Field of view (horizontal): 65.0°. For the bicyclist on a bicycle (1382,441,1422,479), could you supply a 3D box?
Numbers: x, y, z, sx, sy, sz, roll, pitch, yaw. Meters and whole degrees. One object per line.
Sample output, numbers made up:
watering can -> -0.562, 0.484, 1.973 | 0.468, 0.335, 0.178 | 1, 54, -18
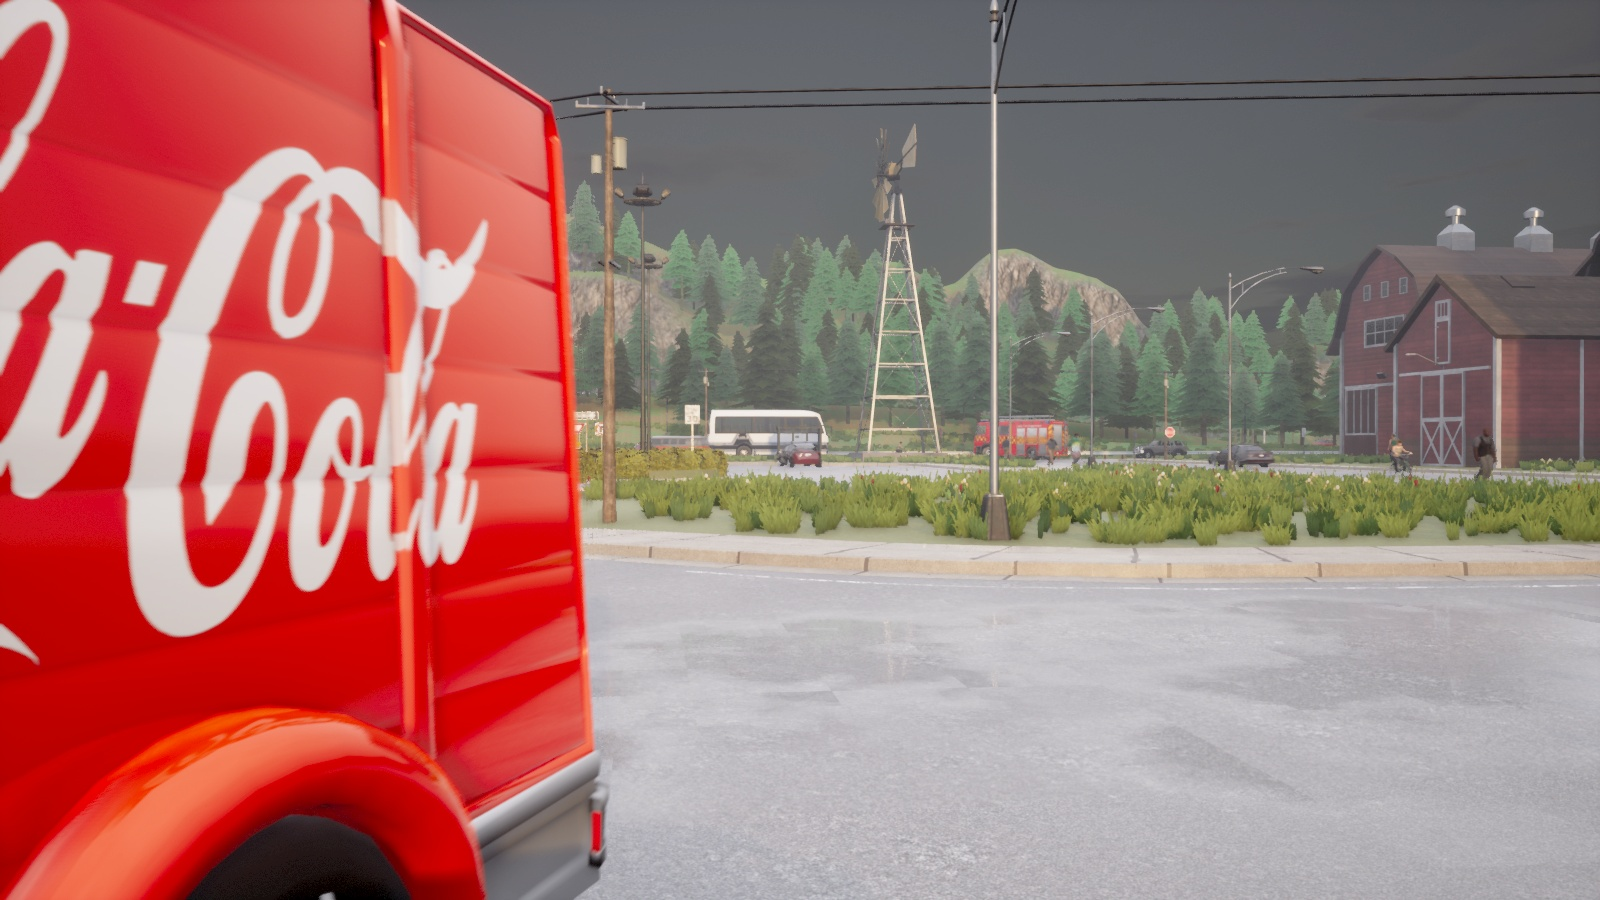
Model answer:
bicyclist on a bicycle -> 25.743, 0.406, 53.729 | 0.866, 1.612, 1.509 | 0, 0, -7

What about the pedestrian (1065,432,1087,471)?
pedestrian -> 13.702, 0.066, 62.341 | 0.659, 1.952, 0.873 | 0, 0, -29

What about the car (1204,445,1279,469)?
car -> 26.412, 0.398, 75.392 | 2.033, 1.411, 5.357 | 0, 0, -8

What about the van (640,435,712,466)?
van -> -8.335, 0.024, 84.315 | 4.442, 1.987, 1.775 | 0, 0, 15

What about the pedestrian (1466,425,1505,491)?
pedestrian -> 19.737, 0.218, 36.165 | 0.563, 1.883, 0.849 | 0, 0, -8

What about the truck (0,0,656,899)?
truck -> -2.269, 0.255, 0.892 | 2.627, 2.467, 5.204 | 1, 0, 14

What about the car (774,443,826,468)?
car -> -0.060, 0.320, 76.730 | 2.163, 1.488, 4.792 | 0, 0, -13

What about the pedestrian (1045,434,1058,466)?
pedestrian -> 14.433, 0.014, 72.010 | 0.540, 1.848, 0.694 | 0, 0, -10
